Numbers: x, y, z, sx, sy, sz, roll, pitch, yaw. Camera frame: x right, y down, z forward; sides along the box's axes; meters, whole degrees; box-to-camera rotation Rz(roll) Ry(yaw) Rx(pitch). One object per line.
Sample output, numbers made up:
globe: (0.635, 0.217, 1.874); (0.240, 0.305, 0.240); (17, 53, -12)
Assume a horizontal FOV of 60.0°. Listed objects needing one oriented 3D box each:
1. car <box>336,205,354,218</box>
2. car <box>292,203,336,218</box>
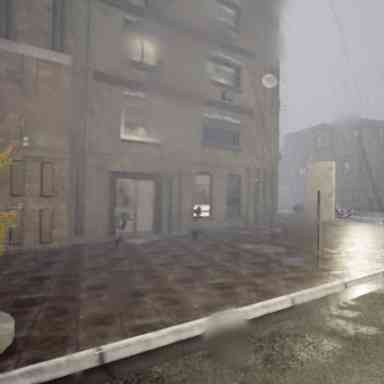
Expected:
car: (13.772, 1.859, 33.150); (1.895, 1.301, 4.718); (1, -1, -16)
car: (11.460, 1.767, 32.280); (1.947, 1.339, 4.313); (1, -1, -17)
